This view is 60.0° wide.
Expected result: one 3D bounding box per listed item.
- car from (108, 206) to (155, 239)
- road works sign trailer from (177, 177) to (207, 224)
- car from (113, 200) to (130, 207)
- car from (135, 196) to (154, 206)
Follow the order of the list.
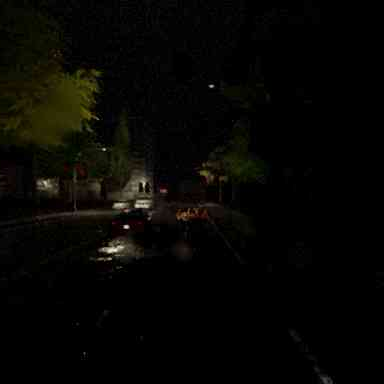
[{"bbox_3d":[-3.151,1.662,17.980,1.994,1.385,4.181,0,0,0],"label":"car"},{"bbox_3d":[0.000,0.618,26.590,2.380,3.560,2.880,0,0,0],"label":"road works sign trailer"},{"bbox_3d":[-9.832,1.837,46.754,1.812,1.442,4.674,0,-1,0],"label":"car"},{"bbox_3d":[-6.585,1.532,46.645,2.150,2.045,5.566,0,-1,0],"label":"car"}]
